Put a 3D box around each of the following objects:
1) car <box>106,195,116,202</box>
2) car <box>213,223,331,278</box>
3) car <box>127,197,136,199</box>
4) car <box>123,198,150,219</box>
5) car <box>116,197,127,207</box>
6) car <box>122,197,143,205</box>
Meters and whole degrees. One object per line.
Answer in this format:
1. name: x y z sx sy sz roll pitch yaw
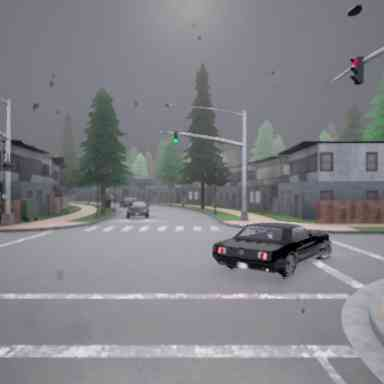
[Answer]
1. car: -16.587 1.435 67.245 1.812 1.442 4.674 0 0 -45
2. car: 2.709 1.605 10.297 1.895 1.301 4.718 0 0 39
3. car: -6.222 1.571 39.230 2.033 1.411 5.357 0 0 -14
4. car: -4.745 1.535 29.653 1.812 1.442 4.674 0 0 -6
5. car: -9.394 1.542 48.696 1.837 1.490 4.892 0 0 -23
6. car: -10.622 1.616 59.156 1.994 1.385 4.181 0 0 -36
